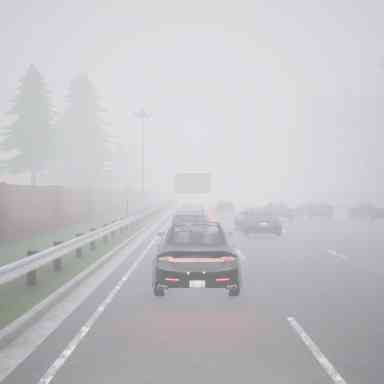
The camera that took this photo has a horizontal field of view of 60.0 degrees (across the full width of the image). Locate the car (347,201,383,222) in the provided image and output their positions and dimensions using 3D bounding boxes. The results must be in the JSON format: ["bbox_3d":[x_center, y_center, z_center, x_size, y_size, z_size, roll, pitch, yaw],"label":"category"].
[{"bbox_3d":[14.094,1.480,26.239,1.882,1.535,5.008,0,0,0],"label":"car"}]

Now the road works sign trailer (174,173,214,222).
[{"bbox_3d":[0.060,0.467,22.957,2.380,3.560,2.880,0,0,-1],"label":"road works sign trailer"}]

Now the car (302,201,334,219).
[{"bbox_3d":[10.593,1.494,28.946,2.128,1.511,4.902,0,0,0],"label":"car"}]

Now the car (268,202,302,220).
[{"bbox_3d":[7.094,1.550,27.863,2.033,1.411,5.357,0,0,0],"label":"car"}]

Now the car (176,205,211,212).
[{"bbox_3d":[0.031,1.476,19.037,1.882,1.535,5.008,0,0,5],"label":"car"}]

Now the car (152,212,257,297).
[{"bbox_3d":[0.098,1.492,8.593,2.128,1.511,4.902,0,0,0],"label":"car"}]

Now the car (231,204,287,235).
[{"bbox_3d":[3.596,1.566,18.638,1.994,1.385,4.181,0,0,0],"label":"car"}]

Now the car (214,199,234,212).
[{"bbox_3d":[3.592,1.482,37.169,1.882,1.535,5.008,0,0,0],"label":"car"}]
